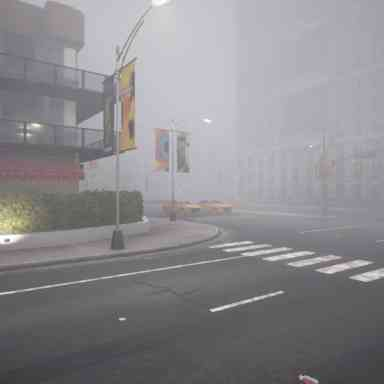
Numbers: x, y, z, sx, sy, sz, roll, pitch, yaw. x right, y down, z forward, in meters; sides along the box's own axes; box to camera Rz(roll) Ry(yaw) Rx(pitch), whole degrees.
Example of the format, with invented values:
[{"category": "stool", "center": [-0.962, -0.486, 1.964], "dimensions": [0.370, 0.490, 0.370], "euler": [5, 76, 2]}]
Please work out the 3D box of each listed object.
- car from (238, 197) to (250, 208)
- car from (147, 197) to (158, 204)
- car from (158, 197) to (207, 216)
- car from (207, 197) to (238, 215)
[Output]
[{"category": "car", "center": [6.258, 1.476, 48.604], "dimensions": [1.882, 1.535, 5.008], "euler": [0, 0, -35]}, {"category": "car", "center": [-6.163, 1.600, 59.267], "dimensions": [4.718, 1.301, 1.895], "euler": [0, 0, 42]}, {"category": "car", "center": [-1.062, 1.477, 32.648], "dimensions": [1.882, 1.535, 5.008], "euler": [0, 0, -35]}, {"category": "car", "center": [2.066, 1.477, 34.285], "dimensions": [1.882, 1.535, 5.008], "euler": [0, 0, -35]}]
